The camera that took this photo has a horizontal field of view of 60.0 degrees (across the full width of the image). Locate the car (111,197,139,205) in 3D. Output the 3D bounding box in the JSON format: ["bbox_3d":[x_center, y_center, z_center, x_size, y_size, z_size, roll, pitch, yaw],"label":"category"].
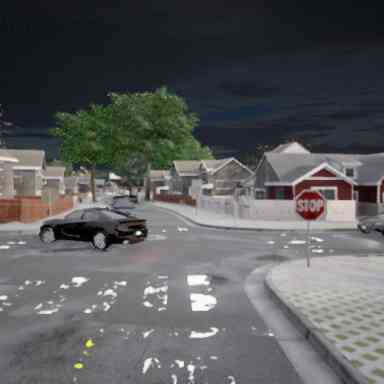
[{"bbox_3d":[-5.458,1.433,26.972,2.033,1.411,5.357,0,0,-10],"label":"car"}]

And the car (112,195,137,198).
[{"bbox_3d":[-7.641,1.388,37.381,2.033,1.411,5.357,0,0,-14],"label":"car"}]

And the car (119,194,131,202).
[{"bbox_3d":[-13.399,1.175,66.259,1.882,1.535,5.008,0,0,-16],"label":"car"}]

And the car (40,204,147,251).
[{"bbox_3d":[-4.202,1.413,13.902,5.008,1.535,1.882,0,-2,30],"label":"car"}]

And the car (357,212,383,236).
[{"bbox_3d":[11.093,1.567,17.529,4.674,1.442,1.812,1,1,-12],"label":"car"}]
